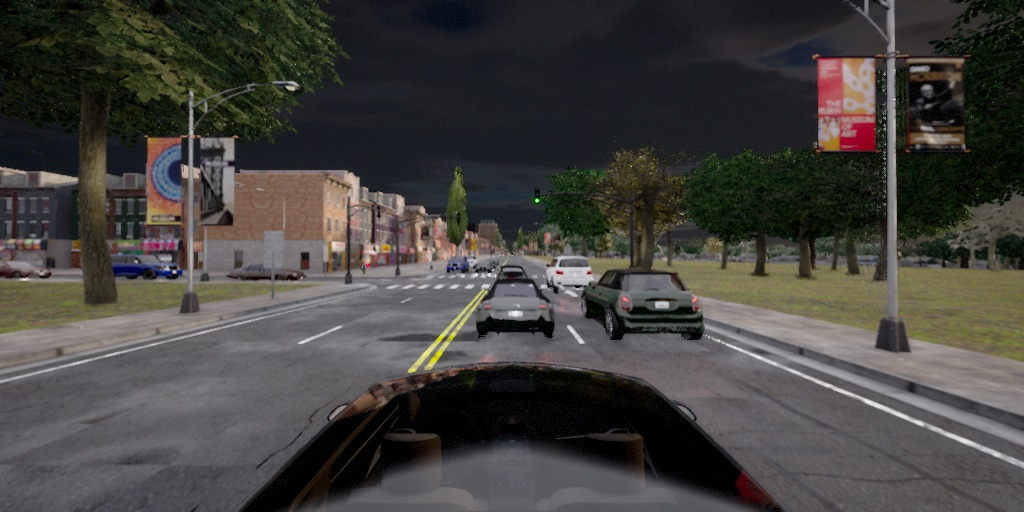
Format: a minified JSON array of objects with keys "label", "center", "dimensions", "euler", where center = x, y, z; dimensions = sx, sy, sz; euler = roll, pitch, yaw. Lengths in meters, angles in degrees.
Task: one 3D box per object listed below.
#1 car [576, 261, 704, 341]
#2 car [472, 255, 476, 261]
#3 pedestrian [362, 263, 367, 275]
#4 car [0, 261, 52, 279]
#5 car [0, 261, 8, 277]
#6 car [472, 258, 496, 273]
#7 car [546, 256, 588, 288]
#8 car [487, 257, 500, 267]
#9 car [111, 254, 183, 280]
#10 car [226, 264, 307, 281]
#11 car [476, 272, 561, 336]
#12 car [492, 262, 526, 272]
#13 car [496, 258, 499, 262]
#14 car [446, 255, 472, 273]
[{"label":"car","center":[3.335,1.120,10.081],"dimensions":[2.097,1.767,4.553],"euler":[0,0,0]},{"label":"car","center":[-6.595,0.893,54.752],"dimensions":[2.150,2.045,5.566],"euler":[0,1,0]},{"label":"pedestrian","center":[-14.134,1.215,34.328],"dimensions":[0.500,1.100,0.500],"euler":[0,-1,0]},{"label":"car","center":[-39.692,1.138,28.498],"dimensions":[4.674,1.442,1.812],"euler":[0,0,0]},{"label":"car","center":[-47.716,1.146,31.443],"dimensions":[4.181,1.385,1.994],"euler":[0,0,0]},{"label":"car","center":[-3.354,1.278,43.568],"dimensions":[1.837,1.490,4.892],"euler":[0,0,0]},{"label":"car","center":[3.319,1.042,21.480],"dimensions":[2.150,2.045,5.566],"euler":[0,0,0]},{"label":"car","center":[-3.294,1.051,64.943],"dimensions":[2.128,1.511,4.902],"euler":[0,1,0]},{"label":"car","center":[-29.564,0.907,28.483],"dimensions":[5.566,2.045,2.150],"euler":[0,0,0]},{"label":"car","center":[-19.377,1.326,28.434],"dimensions":[5.357,1.411,2.033],"euler":[1,0,-3]},{"label":"car","center":[0.084,1.333,10.424],"dimensions":[1.994,1.385,4.181],"euler":[0,0,0]},{"label":"car","center":[-0.089,1.324,21.866],"dimensions":[1.837,1.490,4.892],"euler":[0,0,-3]},{"label":"car","center":[-3.344,1.250,53.510],"dimensions":[1.994,1.385,4.181],"euler":[0,1,0]},{"label":"car","center":[-6.605,0.992,44.101],"dimensions":[2.150,2.045,5.566],"euler":[0,0,0]}]
